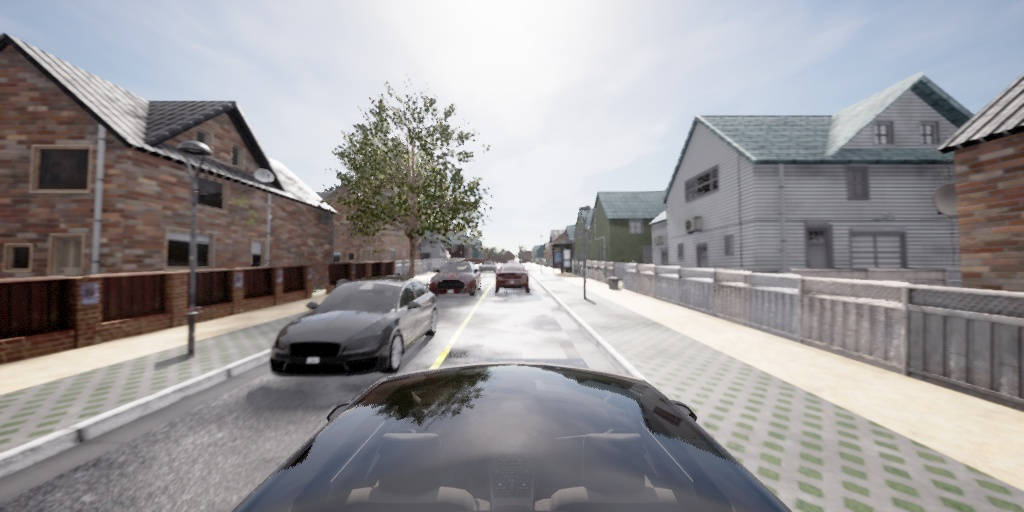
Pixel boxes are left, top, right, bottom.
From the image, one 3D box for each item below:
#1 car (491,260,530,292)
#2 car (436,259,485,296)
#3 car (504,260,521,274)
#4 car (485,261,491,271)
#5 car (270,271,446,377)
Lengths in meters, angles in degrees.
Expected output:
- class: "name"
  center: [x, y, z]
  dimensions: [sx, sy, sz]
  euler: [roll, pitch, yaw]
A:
- class: "car"
  center: [0.037, 1.174, 20.934]
  dimensions: [1.882, 1.535, 5.008]
  euler: [0, 0, 1]
- class: "car"
  center: [-2.792, 1.054, 18.710]
  dimensions: [2.097, 1.767, 4.553]
  euler: [0, 0, 1]
- class: "car"
  center: [0.081, 1.217, 40.174]
  dimensions: [1.812, 1.442, 4.674]
  euler: [0, 0, 0]
- class: "car"
  center: [-2.842, 1.296, 42.738]
  dimensions: [1.895, 1.301, 4.718]
  euler: [0, 0, 0]
- class: "car"
  center: [-2.840, 1.235, 7.558]
  dimensions: [1.837, 1.490, 4.892]
  euler: [0, 0, 0]
